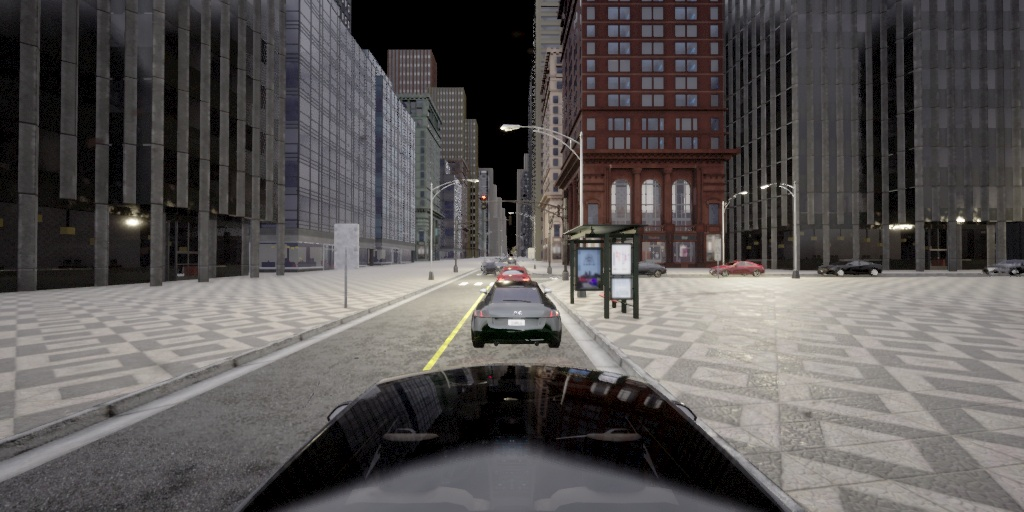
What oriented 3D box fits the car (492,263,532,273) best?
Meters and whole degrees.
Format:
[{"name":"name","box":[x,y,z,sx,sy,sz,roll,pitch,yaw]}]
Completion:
[{"name":"car","box":[0.114,1.269,19.092,1.812,1.442,4.674,0,0,1]}]

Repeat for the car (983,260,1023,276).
[{"name":"car","box":[46.692,1.071,33.111,4.902,1.511,2.128,0,-1,0]}]

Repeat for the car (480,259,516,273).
[{"name":"car","box":[-1.319,1.265,34.700,2.033,1.411,5.357,0,0,-26]}]

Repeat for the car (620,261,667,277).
[{"name":"car","box":[11.864,1.225,33.224,4.674,1.442,1.812,0,-1,-2]}]

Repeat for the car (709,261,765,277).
[{"name":"car","box":[20.800,1.194,33.221,4.674,1.442,1.812,0,-1,0]}]

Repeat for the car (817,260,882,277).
[{"name":"car","box":[31.181,1.108,33.204,5.008,1.535,1.882,0,-1,0]}]

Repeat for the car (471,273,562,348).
[{"name":"car","box":[0.097,1.314,9.257,1.994,1.385,4.181,0,0,0]}]
